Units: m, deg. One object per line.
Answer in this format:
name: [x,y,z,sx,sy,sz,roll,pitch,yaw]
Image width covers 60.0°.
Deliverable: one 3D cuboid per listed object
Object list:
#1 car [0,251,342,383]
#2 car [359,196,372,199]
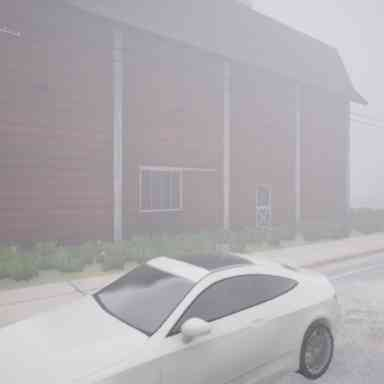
car: [-0.046,1.526,3.973,4.674,1.442,1.812,0,0,-36]
car: [33.032,1.521,63.471,3.905,1.438,1.784,0,0,-36]
